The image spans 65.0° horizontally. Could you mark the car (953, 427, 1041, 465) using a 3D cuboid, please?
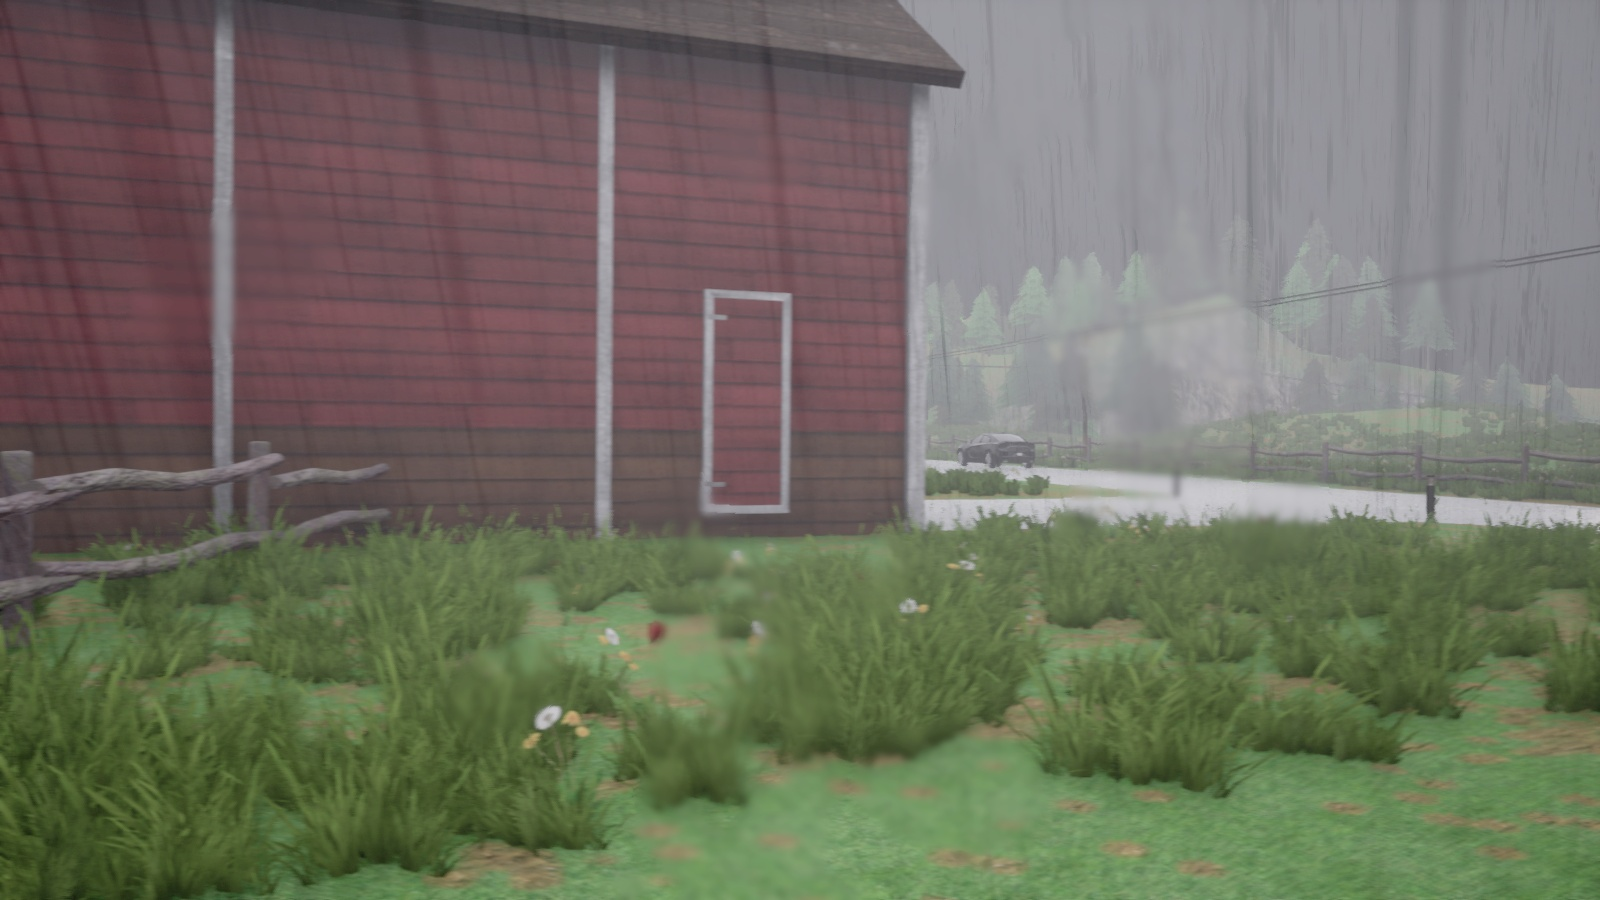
[{"bbox_3d":[8.461,-0.201,54.392,1.882,1.535,5.008,-1,1,-15],"label":"car"}]
